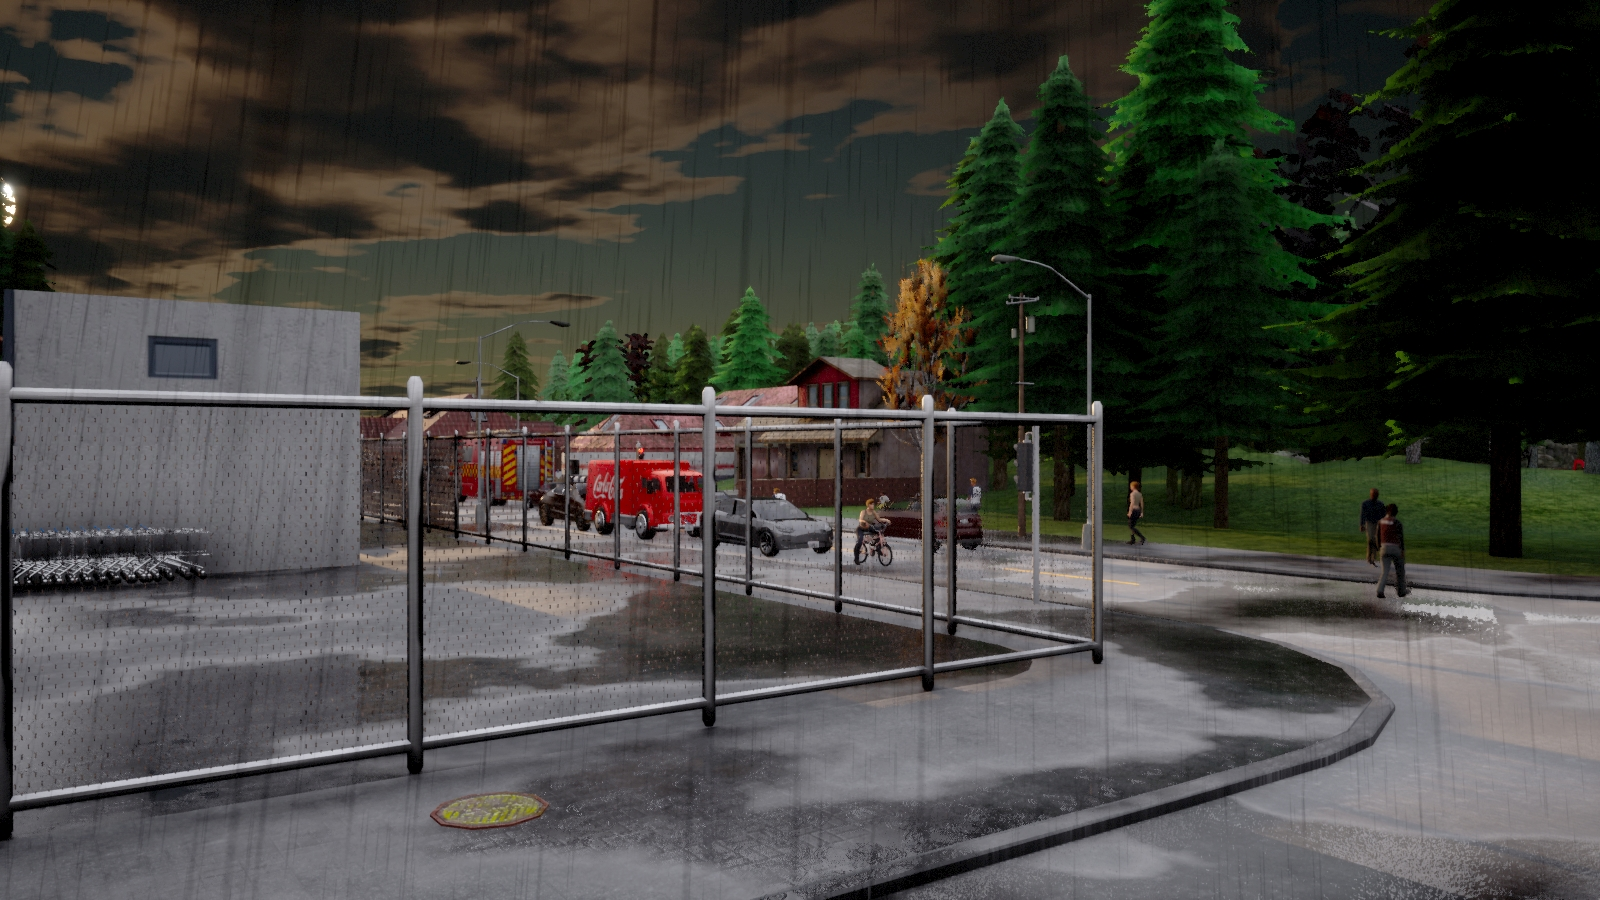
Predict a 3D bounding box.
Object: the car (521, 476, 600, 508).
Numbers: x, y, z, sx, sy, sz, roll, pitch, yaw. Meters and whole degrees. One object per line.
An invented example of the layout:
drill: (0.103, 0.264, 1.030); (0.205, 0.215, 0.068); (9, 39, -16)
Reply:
car: (-11.268, 1.931, 53.453); (1.895, 1.301, 4.718); (0, 0, -35)

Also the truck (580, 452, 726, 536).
truck: (-4.910, 1.336, 37.383); (2.627, 2.467, 5.204); (0, 0, -35)

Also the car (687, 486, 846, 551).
car: (-1.029, 1.840, 31.812); (2.163, 1.488, 4.792); (0, 0, -35)

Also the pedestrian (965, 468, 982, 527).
pedestrian: (5.547, 1.520, 36.550); (0.375, 1.860, 0.375); (0, 0, -24)

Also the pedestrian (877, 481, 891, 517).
pedestrian: (3.095, 1.801, 42.127); (0.375, 1.300, 0.375); (0, 0, -30)

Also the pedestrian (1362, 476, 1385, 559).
pedestrian: (12.992, 1.520, 25.880); (0.375, 1.860, 0.375); (0, 0, 14)

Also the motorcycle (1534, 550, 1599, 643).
motorcycle: (11.116, 1.990, 15.344); (2.033, 1.145, 0.803); (0, 0, 25)

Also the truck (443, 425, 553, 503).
truck: (-16.070, 0.667, 60.303); (2.891, 3.827, 8.468); (0, 0, -35)

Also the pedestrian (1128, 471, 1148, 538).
pedestrian: (9.450, 1.522, 31.952); (0.375, 1.860, 0.375); (0, 0, -34)

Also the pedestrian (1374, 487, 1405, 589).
pedestrian: (10.957, 1.625, 21.245); (0.375, 1.860, 0.375); (0, 0, -33)

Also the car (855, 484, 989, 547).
car: (3.412, 1.802, 32.403); (1.789, 1.549, 3.705); (0, 0, -35)

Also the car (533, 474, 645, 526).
car: (-7.756, 1.772, 41.538); (2.152, 1.651, 5.027); (0, 0, -34)

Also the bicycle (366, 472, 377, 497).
bicycle: (-24.046, 1.933, 64.111); (0.373, 1.296, 1.643); (0, 0, -29)

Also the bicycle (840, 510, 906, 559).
bicycle: (1.773, 2.033, 27.810); (0.859, 1.080, 1.487); (0, 0, -35)
